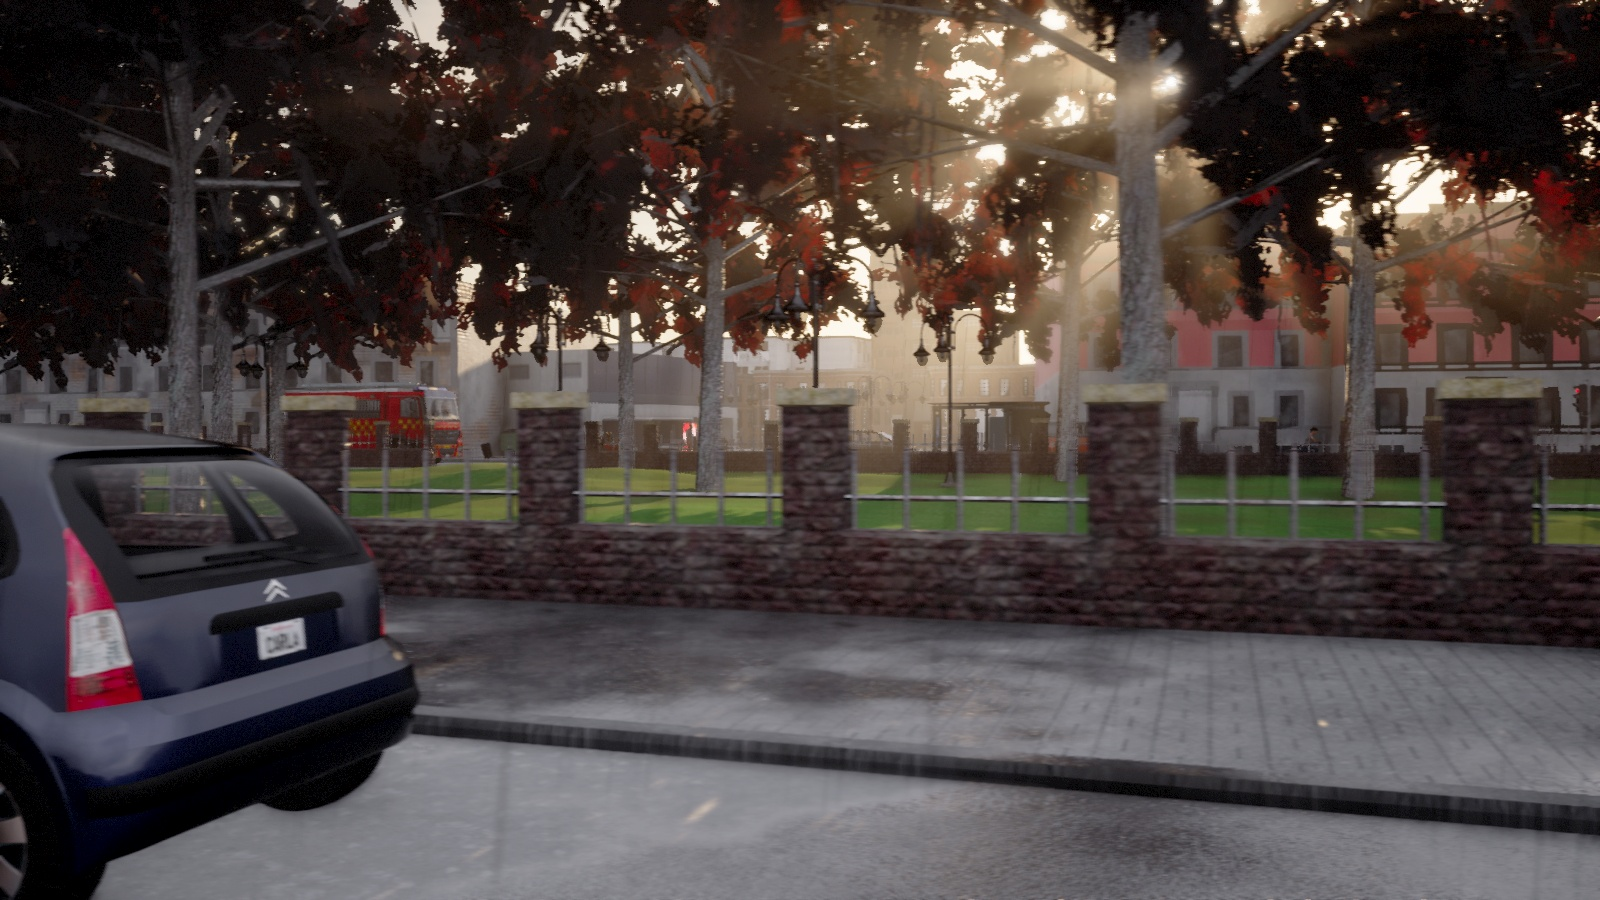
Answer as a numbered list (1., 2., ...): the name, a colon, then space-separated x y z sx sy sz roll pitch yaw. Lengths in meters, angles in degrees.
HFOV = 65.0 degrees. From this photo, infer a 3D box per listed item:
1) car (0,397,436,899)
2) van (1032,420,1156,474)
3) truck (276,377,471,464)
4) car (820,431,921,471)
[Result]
1. car: -3.720 0.629 4.996 3.988 1.617 1.851 1 1 16
2. van: 11.178 -0.141 47.711 4.442 1.987 1.775 1 1 18
3. truck: -19.659 -1.348 57.863 8.468 3.827 2.891 1 1 18
4. car: 2.850 0.007 50.460 3.705 1.549 1.789 0 1 18
